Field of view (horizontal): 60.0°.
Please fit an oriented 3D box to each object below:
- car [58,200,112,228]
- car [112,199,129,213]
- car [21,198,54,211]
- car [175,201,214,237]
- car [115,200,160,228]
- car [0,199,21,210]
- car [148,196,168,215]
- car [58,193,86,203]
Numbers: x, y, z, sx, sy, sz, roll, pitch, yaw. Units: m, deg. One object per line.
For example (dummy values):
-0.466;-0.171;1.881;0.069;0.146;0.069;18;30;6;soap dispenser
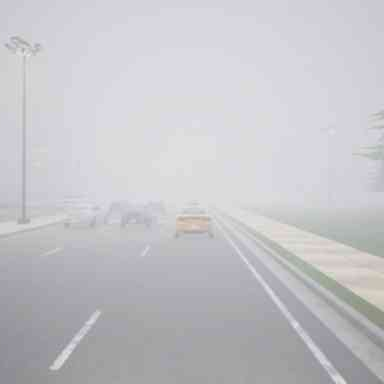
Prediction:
-6.929;1.508;21.961;1.812;1.442;4.674;0;0;1;car
-6.991;1.478;33.251;1.837;1.490;4.892;0;0;0;car
-18.652;1.491;41.006;1.812;1.442;4.674;0;0;-1;car
0.103;1.463;17.883;1.882;1.535;5.008;0;0;0;car
-3.428;1.508;21.792;1.812;1.442;4.674;0;0;0;car
-22.155;1.566;41.550;1.895;1.301;4.718;0;0;-1;car
-3.491;1.465;33.279;2.128;1.511;4.902;0;0;0;car
-15.164;1.191;42.435;2.150;2.045;5.566;0;0;-1;car
